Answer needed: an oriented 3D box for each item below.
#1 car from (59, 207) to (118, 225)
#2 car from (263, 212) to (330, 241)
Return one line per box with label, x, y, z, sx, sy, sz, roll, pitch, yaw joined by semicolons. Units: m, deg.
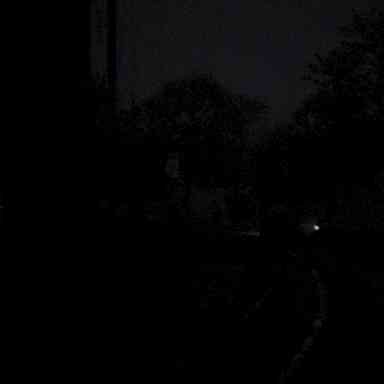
car;-8.956;2.025;28.848;5.008;1.535;1.882;0;-2;8
car;5.361;1.762;17.785;1.994;1.385;4.181;0;-2;-16
